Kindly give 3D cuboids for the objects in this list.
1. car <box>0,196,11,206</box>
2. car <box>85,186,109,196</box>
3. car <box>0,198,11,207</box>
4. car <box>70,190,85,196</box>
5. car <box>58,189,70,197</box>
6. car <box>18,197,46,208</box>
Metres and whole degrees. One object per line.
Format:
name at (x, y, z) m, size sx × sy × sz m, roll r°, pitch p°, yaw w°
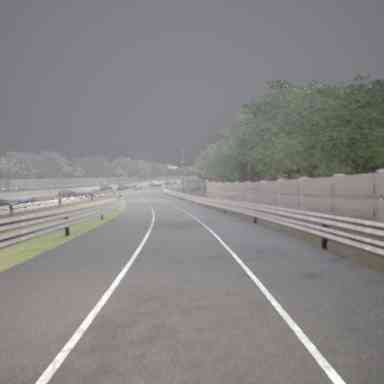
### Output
car at (-30.908, 1.474, 52.356) m, size 1.994 × 1.385 × 4.181 m, roll 0°, pitch 3°, yaw 9°
car at (-20.602, 0.158, 72.129) m, size 2.097 × 1.767 × 4.553 m, roll 0°, pitch 3°, yaw 9°
car at (-28.136, 1.677, 47.603) m, size 1.812 × 1.442 × 4.674 m, roll 0°, pitch 3°, yaw 9°
car at (-24.045, 0.382, 72.769) m, size 1.895 × 1.301 × 4.718 m, roll 0°, pitch 3°, yaw 9°
car at (-27.510, 0.134, 73.259) m, size 2.097 × 1.767 × 4.553 m, roll 0°, pitch 3°, yaw 9°
car at (-24.135, 1.460, 50.396) m, size 1.882 × 1.535 × 5.008 m, roll 0°, pitch 3°, yaw 9°
